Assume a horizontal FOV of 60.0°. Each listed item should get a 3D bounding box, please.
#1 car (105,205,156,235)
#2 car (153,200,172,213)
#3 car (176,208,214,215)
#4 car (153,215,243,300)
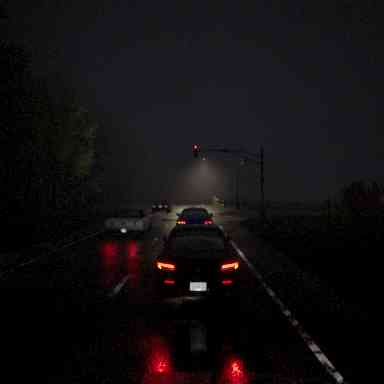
[{"bbox_3d":[-3.353,1.603,18.606,1.895,1.301,4.718,0,0,0],"label":"car"},{"bbox_3d":[-3.310,1.551,37.033,2.033,1.411,5.357,0,0,0],"label":"car"},{"bbox_3d":[0.140,1.528,17.125,1.812,1.442,4.674,0,0,0],"label":"car"},{"bbox_3d":[0.119,1.527,8.251,1.812,1.442,4.674,0,0,0],"label":"car"}]
